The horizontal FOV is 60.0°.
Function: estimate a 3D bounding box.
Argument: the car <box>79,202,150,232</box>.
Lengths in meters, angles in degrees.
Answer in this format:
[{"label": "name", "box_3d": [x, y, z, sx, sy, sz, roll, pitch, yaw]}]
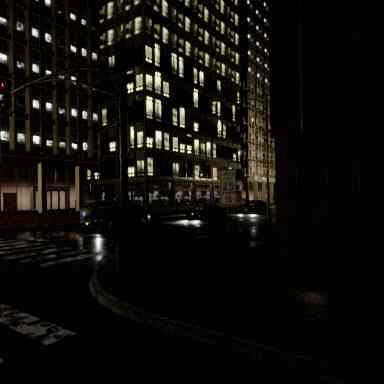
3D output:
[{"label": "car", "box_3d": [-4.659, 1.571, 20.982, 1.837, 1.490, 4.892, -1, -1, 33]}]

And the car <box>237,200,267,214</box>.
[{"label": "car", "box_3d": [7.104, 1.631, 37.269, 1.812, 1.442, 4.674, -1, -1, 36]}]

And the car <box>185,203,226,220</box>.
[{"label": "car", "box_3d": [1.205, 1.649, 29.083, 1.994, 1.385, 4.181, -1, -1, 36]}]

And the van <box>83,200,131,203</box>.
[{"label": "van", "box_3d": [-6.000, 1.460, 23.517, 1.690, 1.788, 3.998, -2, -1, 36]}]
